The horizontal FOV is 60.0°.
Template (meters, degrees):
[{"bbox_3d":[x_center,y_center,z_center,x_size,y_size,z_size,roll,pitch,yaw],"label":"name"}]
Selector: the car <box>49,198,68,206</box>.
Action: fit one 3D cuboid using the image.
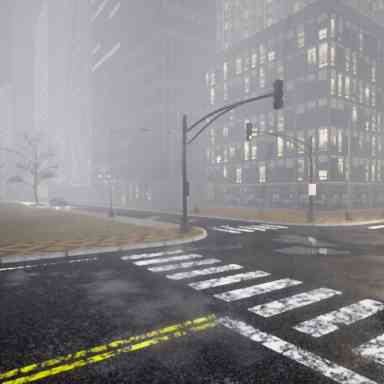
[{"bbox_3d":[-21.749,1.606,54.191,1.895,1.301,4.718,0,0,-35],"label":"car"}]
